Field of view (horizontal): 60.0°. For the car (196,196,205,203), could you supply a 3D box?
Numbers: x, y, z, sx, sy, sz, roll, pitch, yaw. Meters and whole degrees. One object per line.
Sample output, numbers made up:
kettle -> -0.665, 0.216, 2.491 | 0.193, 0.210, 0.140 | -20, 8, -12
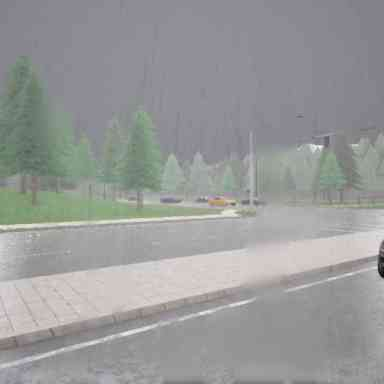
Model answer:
car -> 2.569, 1.525, 65.041 | 1.812, 1.442, 4.674 | 0, 0, -35

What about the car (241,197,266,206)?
car -> 10.013, 1.526, 54.335 | 1.812, 1.442, 4.674 | 0, 0, -35

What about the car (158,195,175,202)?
car -> -5.958, 1.458, 77.309 | 1.812, 1.442, 4.674 | 0, 0, -35

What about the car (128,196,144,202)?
car -> -12.552, 1.481, 74.522 | 1.895, 1.301, 4.718 | 0, 0, -35

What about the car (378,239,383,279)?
car -> 6.883, 1.352, 8.688 | 4.553, 1.767, 2.097 | 0, 0, -35

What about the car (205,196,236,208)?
car -> 4.574, 1.478, 49.896 | 1.882, 1.535, 5.008 | 0, 1, -35

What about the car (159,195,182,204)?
car -> -3.813, 1.601, 61.918 | 1.895, 1.301, 4.718 | 0, 0, -35
